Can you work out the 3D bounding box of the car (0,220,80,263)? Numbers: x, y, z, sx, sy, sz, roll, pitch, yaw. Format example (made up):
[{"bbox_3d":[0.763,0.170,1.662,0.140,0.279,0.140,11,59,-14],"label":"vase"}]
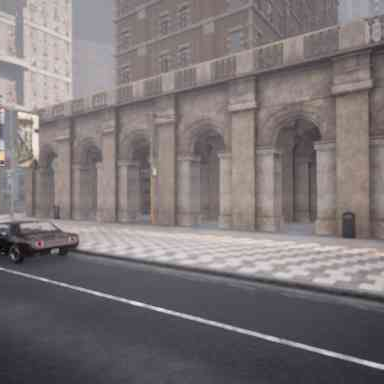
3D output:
[{"bbox_3d":[-6.396,1.709,12.418,4.718,1.301,1.895,-1,0,35],"label":"car"}]
